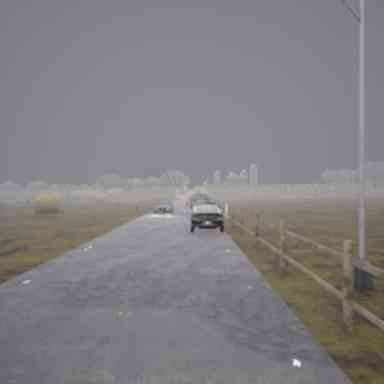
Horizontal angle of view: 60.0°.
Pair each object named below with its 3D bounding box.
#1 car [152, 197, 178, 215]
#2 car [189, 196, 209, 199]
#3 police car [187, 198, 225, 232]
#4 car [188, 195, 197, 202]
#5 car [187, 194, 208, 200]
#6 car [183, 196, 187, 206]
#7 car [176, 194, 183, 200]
[{"bbox_3d":[-2.838,1.529,33.854,1.994,1.385,4.181,0,0,0],"label":"car"},{"bbox_3d":[0.830,1.424,30.051,1.801,1.575,5.366,0,0,0],"label":"car"},{"bbox_3d":[0.828,1.402,19.970,1.930,1.638,5.238,0,0,0],"label":"police car"},{"bbox_3d":[0.011,1.344,70.108,1.812,1.442,4.674,0,0,0],"label":"car"},{"bbox_3d":[0.831,1.189,35.891,2.150,2.045,5.566,0,0,0],"label":"car"},{"bbox_3d":[0.009,1.309,55.079,2.097,1.767,4.553,0,0,0],"label":"car"},{"bbox_3d":[-2.738,1.258,75.273,1.882,1.535,5.008,0,0,0],"label":"car"}]
